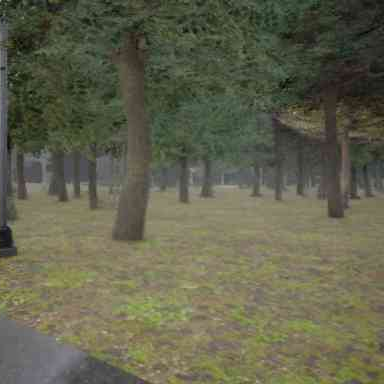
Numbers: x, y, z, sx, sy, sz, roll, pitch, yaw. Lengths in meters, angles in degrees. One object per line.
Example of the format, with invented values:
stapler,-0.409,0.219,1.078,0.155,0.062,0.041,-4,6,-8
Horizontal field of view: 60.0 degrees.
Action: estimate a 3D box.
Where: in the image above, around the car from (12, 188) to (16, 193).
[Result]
car,-41.651,-0.350,73.662,2.128,1.511,4.902,-1,1,34
